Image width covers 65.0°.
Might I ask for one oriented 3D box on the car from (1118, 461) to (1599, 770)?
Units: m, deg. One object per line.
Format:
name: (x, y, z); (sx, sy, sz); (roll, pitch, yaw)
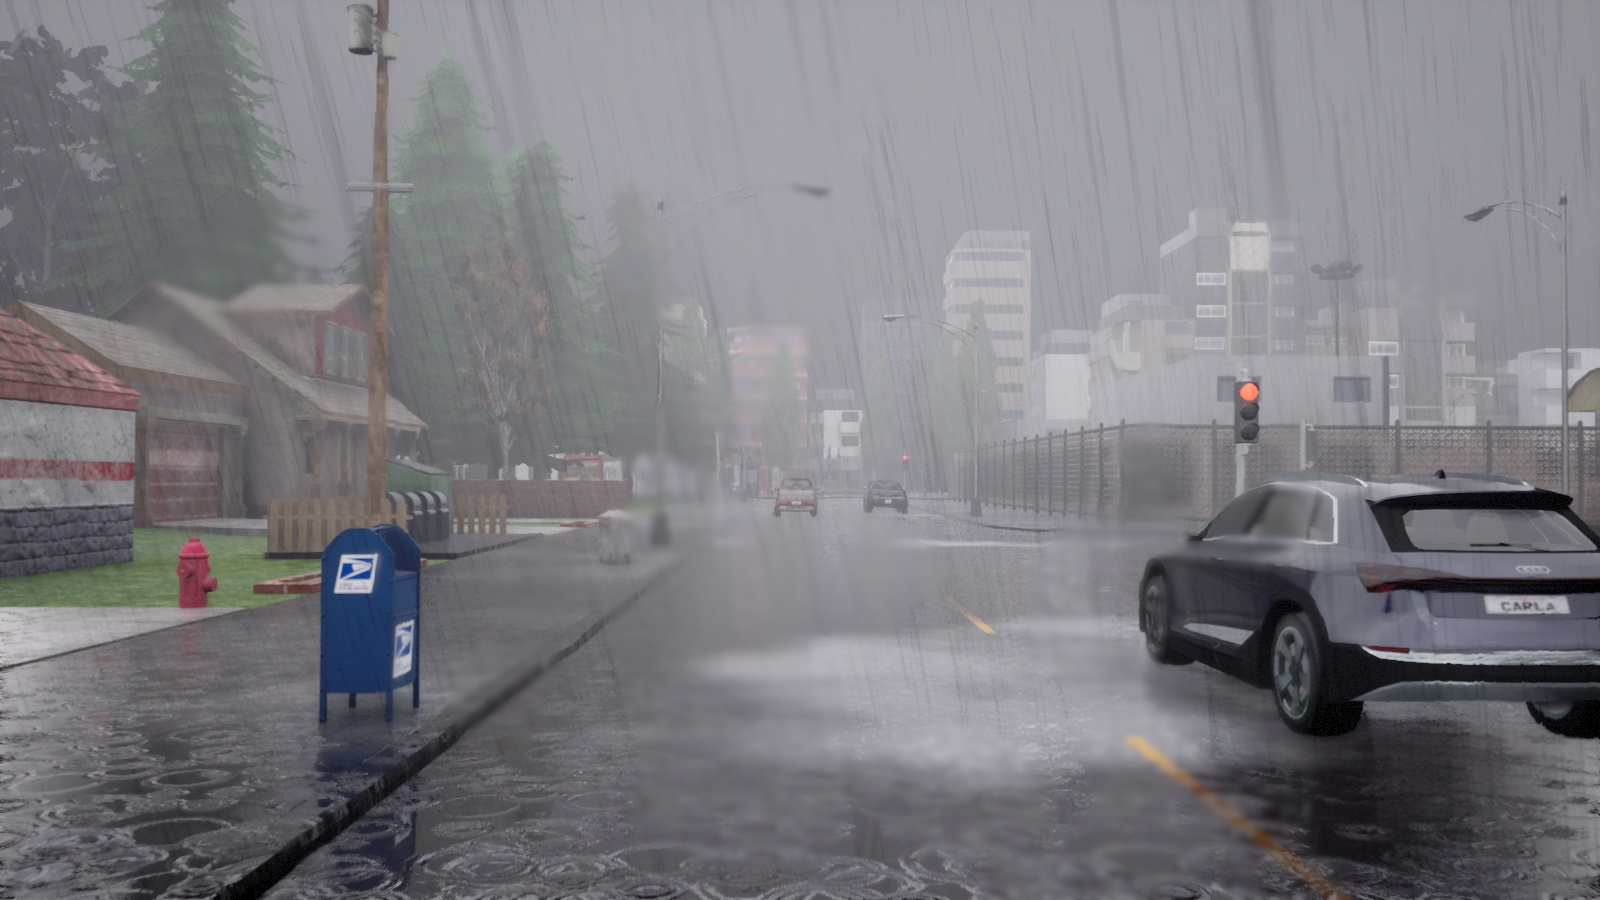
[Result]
car: (3.986, 0.937, 9.179); (2.033, 1.649, 4.856); (0, -1, -1)

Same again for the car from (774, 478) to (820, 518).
car: (-0.129, 1.908, 50.679); (1.789, 1.549, 3.705); (0, -1, -1)

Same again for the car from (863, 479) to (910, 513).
car: (3.866, 2.055, 56.573); (1.816, 1.474, 4.193); (0, -1, 0)
